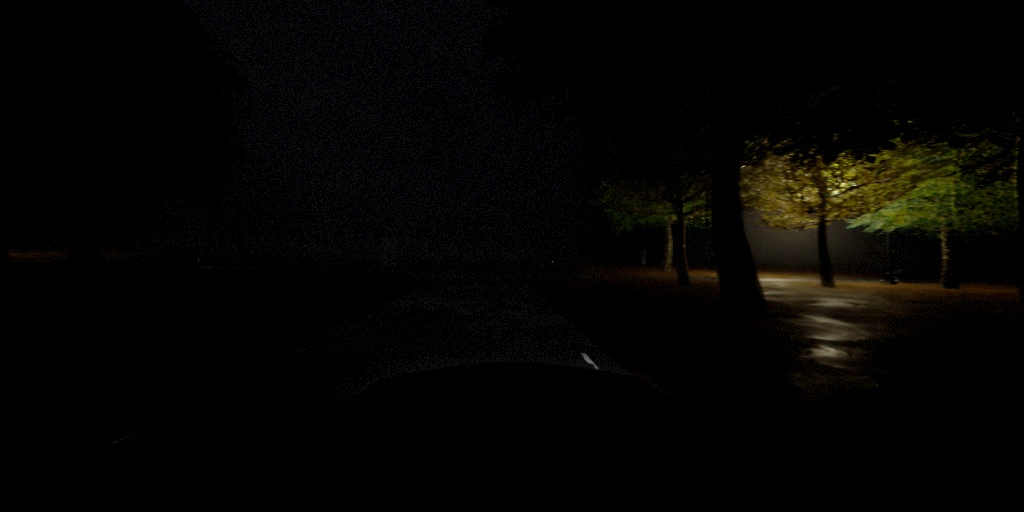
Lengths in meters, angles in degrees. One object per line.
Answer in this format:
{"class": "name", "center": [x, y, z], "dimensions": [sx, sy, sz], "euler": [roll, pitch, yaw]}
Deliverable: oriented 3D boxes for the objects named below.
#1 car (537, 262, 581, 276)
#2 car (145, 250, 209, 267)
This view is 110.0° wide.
{"class": "car", "center": [4.940, 1.375, 38.015], "dimensions": [4.674, 1.442, 1.812], "euler": [2, -1, -5]}
{"class": "car", "center": [-32.268, 0.221, 34.672], "dimensions": [5.008, 1.535, 1.882], "euler": [2, -1, -5]}
